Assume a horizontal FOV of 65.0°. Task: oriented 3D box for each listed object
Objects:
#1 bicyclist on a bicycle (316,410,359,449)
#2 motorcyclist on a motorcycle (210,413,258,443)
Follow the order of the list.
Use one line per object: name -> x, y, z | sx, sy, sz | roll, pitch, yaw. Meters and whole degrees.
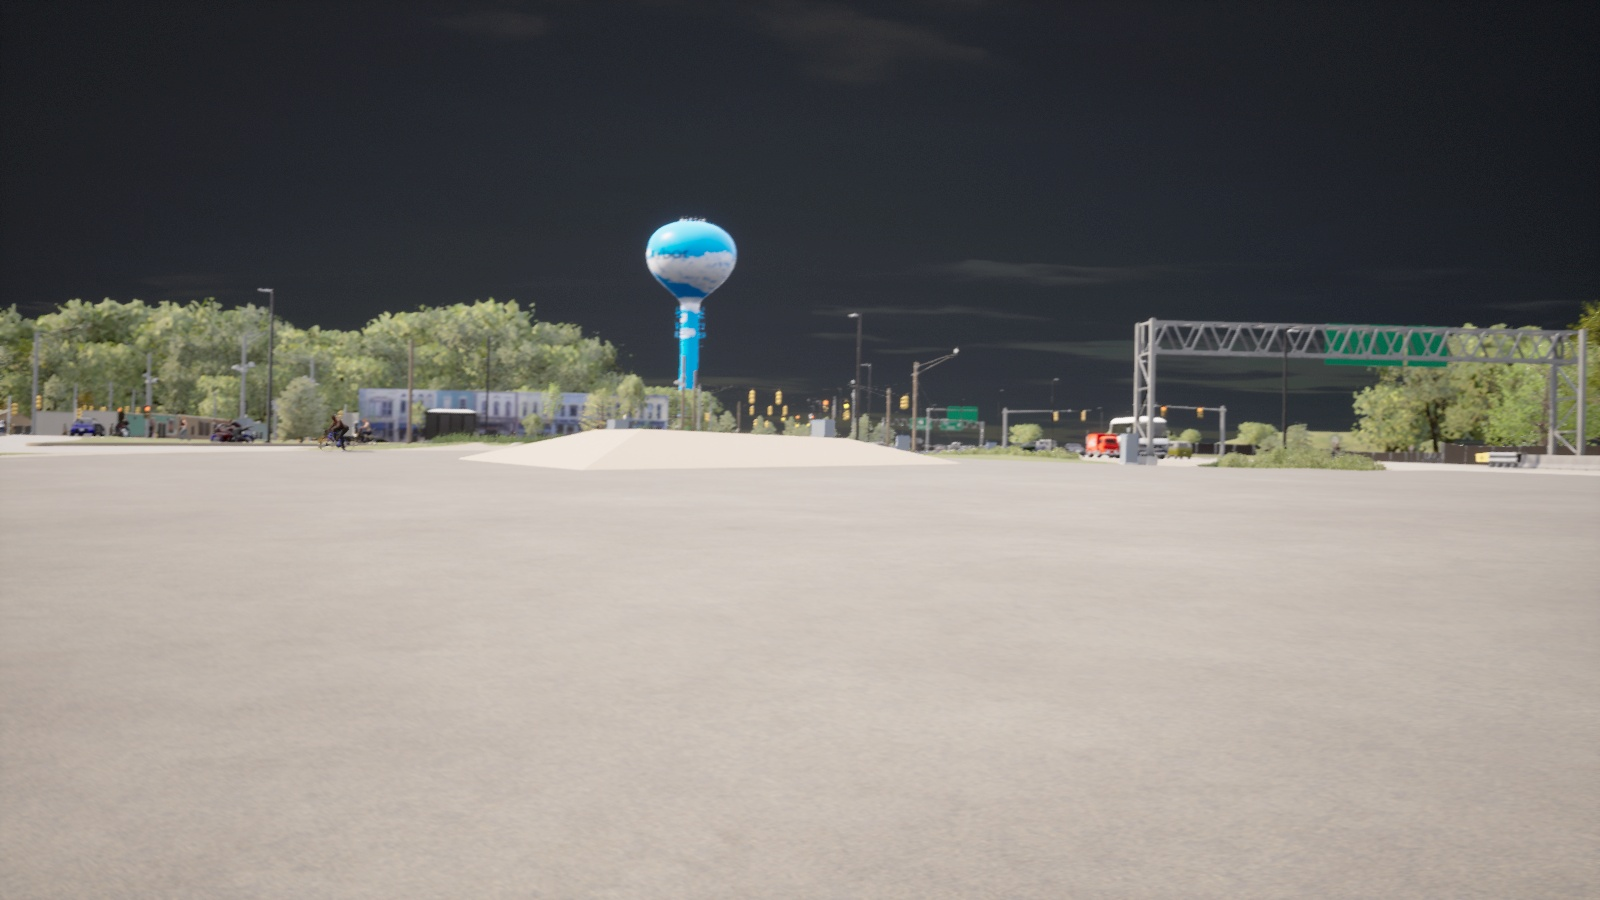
bicyclist on a bicycle -> -19.761, -0.881, 53.683 | 0.582, 1.620, 1.656 | 3, 3, 38
motorcyclist on a motorcycle -> -30.404, -1.182, 67.467 | 2.191, 1.530, 0.866 | 1, -1, -10
